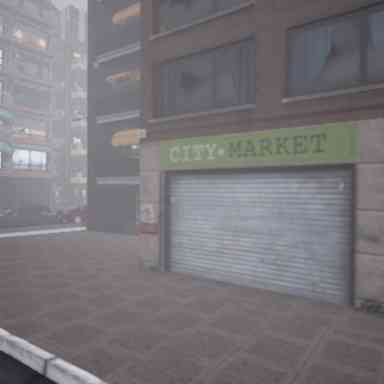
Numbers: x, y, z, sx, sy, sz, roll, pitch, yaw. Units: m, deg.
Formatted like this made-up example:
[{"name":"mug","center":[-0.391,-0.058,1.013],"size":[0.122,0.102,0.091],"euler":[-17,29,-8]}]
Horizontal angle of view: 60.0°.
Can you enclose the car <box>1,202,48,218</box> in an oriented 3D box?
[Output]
[{"name":"car","center":[-15.010,1.600,30.305],"size":[1.802,1.307,4.206],"euler":[0,-1,35]}]

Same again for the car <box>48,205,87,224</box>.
[{"name":"car","center":[-8.187,1.637,25.497],"size":[1.887,1.381,4.507],"euler":[0,-1,35]}]
